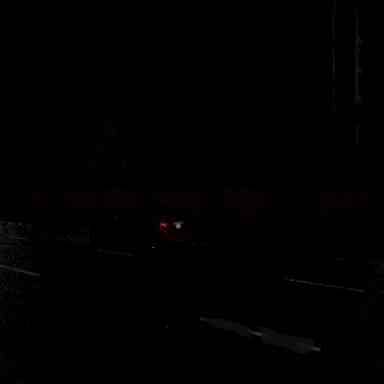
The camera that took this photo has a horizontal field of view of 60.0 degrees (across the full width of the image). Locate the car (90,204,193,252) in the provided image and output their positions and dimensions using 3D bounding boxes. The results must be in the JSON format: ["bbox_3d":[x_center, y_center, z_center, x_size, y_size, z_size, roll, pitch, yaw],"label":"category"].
[{"bbox_3d":[-2.259,1.356,14.195,4.553,1.767,2.097,0,0,35],"label":"car"}]
